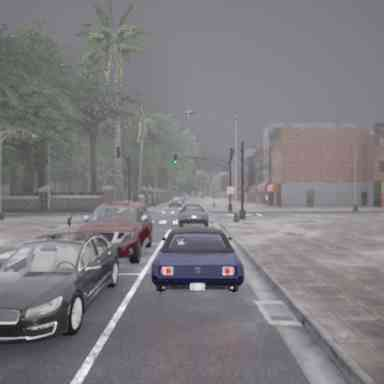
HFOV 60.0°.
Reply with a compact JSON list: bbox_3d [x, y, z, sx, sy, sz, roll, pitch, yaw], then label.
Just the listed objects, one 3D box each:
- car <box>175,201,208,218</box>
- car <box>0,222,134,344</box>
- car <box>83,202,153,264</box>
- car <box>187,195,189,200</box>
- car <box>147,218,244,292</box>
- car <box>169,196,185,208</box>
[{"bbox_3d":[-0.005,1.570,23.303,1.994,1.385,4.181,0,0,-4],"label":"car"},{"bbox_3d":[-2.617,1.548,6.564,2.008,1.369,4.403,0,0,0],"label":"car"},{"bbox_3d":[-2.599,1.312,12.028,2.192,1.841,5.009,0,0,0],"label":"car"},{"bbox_3d":[-2.387,1.765,78.619,2.008,1.369,4.403,0,0,0],"label":"car"},{"bbox_3d":[0.128,1.598,8.845,1.895,1.301,4.718,0,0,0],"label":"car"},{"bbox_3d":[-2.478,1.517,50.177,1.967,1.590,4.097,0,0,0],"label":"car"}]
